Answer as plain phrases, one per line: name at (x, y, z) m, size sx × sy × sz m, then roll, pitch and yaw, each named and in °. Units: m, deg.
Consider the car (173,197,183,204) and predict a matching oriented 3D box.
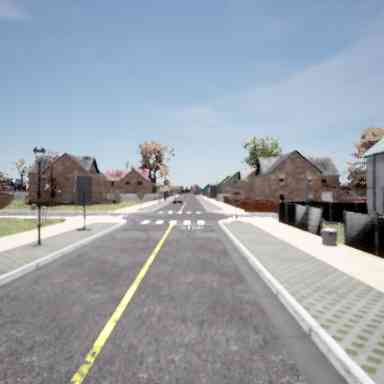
car at (-2.763, 1.600, 64.982) m, size 2.033 × 1.411 × 5.357 m, roll 0°, pitch 0°, yaw 0°
